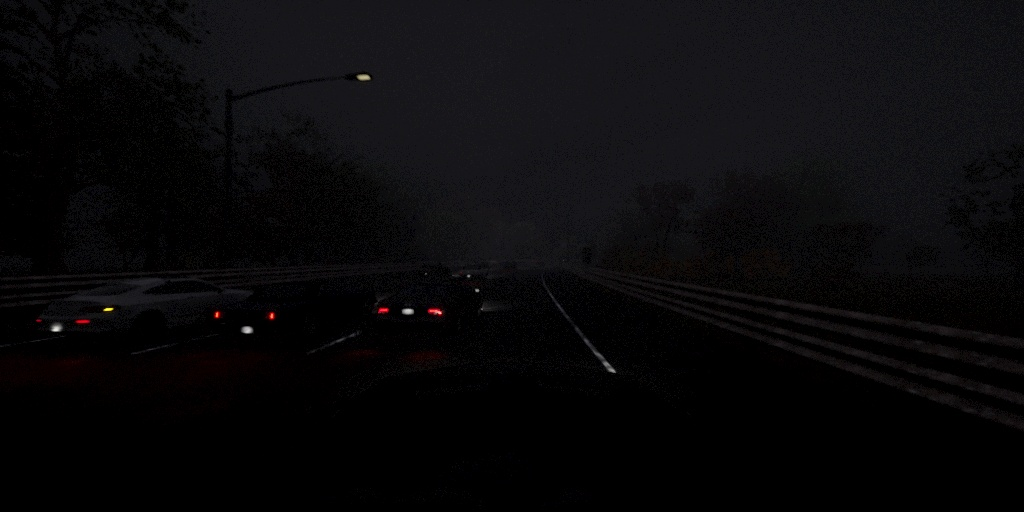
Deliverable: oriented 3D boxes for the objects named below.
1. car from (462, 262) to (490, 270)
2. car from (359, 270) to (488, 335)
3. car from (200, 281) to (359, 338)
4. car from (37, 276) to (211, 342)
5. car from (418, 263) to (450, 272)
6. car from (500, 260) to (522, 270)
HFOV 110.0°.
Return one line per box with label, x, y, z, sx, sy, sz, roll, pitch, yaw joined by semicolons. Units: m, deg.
car;-3.475;1.462;33.105;1.895;1.301;4.718;0;0;6
car;-2.157;1.326;10.674;2.033;1.411;5.357;0;0;5
car;-5.722;1.364;10.219;1.895;1.301;4.718;0;0;5
car;-9.243;1.273;9.734;1.812;1.442;4.674;0;0;5
car;-7.019;1.338;32.733;2.128;1.511;4.902;0;0;6
car;-0.132;1.470;58.711;2.128;1.511;4.902;0;0;8
